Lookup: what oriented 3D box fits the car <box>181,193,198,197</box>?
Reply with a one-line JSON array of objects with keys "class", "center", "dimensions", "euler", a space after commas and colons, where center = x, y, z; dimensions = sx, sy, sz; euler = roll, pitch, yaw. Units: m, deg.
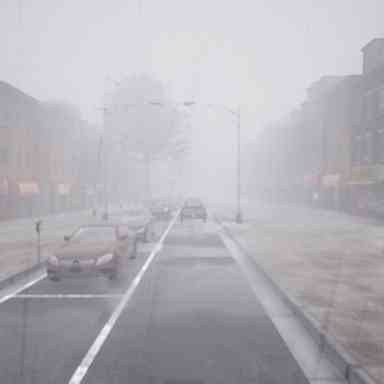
[{"class": "car", "center": [0.104, 1.235, 42.018], "dimensions": [2.128, 1.511, 4.902], "euler": [0, 1, 0]}]

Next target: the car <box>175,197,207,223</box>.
[{"class": "car", "center": [0.101, 1.368, 24.572], "dimensions": [2.128, 1.511, 4.902], "euler": [0, 0, 0]}]

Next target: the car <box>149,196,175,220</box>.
[{"class": "car", "center": [-2.647, 1.306, 26.259], "dimensions": [1.967, 1.590, 4.097], "euler": [-1, 0, 0]}]

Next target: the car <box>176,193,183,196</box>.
[{"class": "car", "center": [-2.641, 1.228, 48.400], "dimensions": [1.887, 1.381, 4.507], "euler": [-1, 1, 0]}]

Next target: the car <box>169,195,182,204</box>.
[{"class": "car", "center": [-2.640, 1.209, 53.936], "dimensions": [1.802, 1.307, 4.206], "euler": [0, 1, 0]}]

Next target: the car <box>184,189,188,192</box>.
[{"class": "car", "center": [-2.629, 0.608, 92.697], "dimensions": [1.802, 1.307, 4.206], "euler": [0, 1, 0]}]

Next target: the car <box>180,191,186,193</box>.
[{"class": "car", "center": [-2.640, 1.058, 65.002], "dimensions": [1.887, 1.381, 4.507], "euler": [0, 1, 0]}]

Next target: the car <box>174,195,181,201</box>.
[{"class": "car", "center": [-2.643, 1.335, 37.330], "dimensions": [2.008, 1.369, 4.403], "euler": [-1, 0, 0]}]

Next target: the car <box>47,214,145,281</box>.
[{"class": "car", "center": [-2.647, 1.533, 9.657], "dimensions": [1.802, 1.307, 4.206], "euler": [-1, 0, 0]}]

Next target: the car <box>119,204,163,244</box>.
[{"class": "car", "center": [-2.647, 1.477, 15.190], "dimensions": [2.008, 1.369, 4.403], "euler": [-1, 0, 0]}]

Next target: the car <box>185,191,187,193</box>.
[{"class": "car", "center": [-2.638, 1.014, 70.539], "dimensions": [1.947, 1.339, 4.313], "euler": [0, 1, 0]}]
